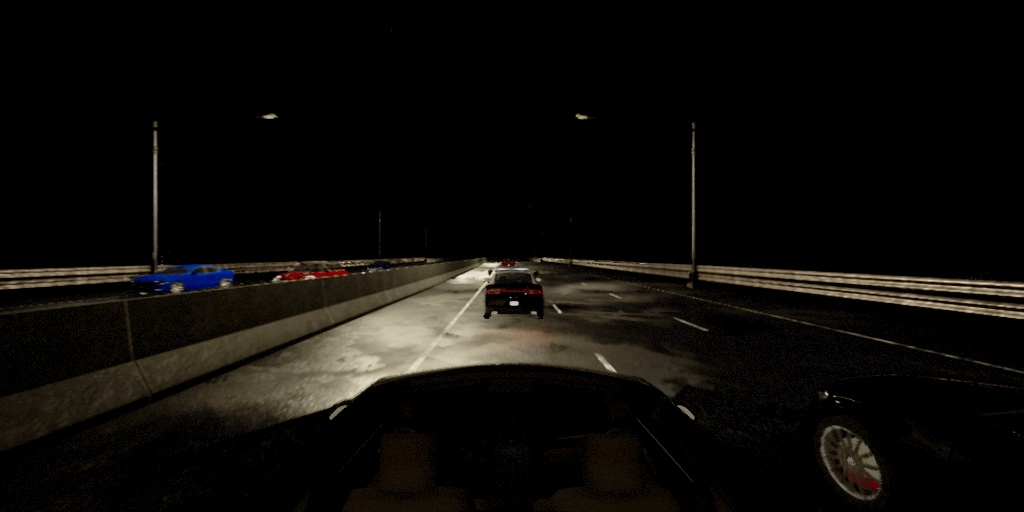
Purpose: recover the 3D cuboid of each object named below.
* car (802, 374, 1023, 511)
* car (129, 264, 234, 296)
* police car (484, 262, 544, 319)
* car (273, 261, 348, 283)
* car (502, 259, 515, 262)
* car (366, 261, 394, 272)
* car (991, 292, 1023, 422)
[{"bbox_3d":[3.594,1.275,1.332,1.812,1.442,4.674,0,0,0],"label":"car"},{"bbox_3d":[-17.710,1.230,19.568,1.882,1.535,5.008,0,0,-1],"label":"car"},{"bbox_3d":[0.048,1.174,13.014,1.930,1.638,5.238,0,0,0],"label":"police car"},{"bbox_3d":[-10.709,1.103,19.386,2.097,1.767,4.553,0,0,-1],"label":"car"},{"bbox_3d":[-0.414,1.093,42.806,2.097,1.767,4.553,0,0,-1],"label":"car"},{"bbox_3d":[-14.500,1.271,39.746,1.812,1.442,4.674,0,0,-1],"label":"car"},{"bbox_3d":[7.093,1.226,2.096,1.882,1.535,5.008,0,0,0],"label":"car"}]
